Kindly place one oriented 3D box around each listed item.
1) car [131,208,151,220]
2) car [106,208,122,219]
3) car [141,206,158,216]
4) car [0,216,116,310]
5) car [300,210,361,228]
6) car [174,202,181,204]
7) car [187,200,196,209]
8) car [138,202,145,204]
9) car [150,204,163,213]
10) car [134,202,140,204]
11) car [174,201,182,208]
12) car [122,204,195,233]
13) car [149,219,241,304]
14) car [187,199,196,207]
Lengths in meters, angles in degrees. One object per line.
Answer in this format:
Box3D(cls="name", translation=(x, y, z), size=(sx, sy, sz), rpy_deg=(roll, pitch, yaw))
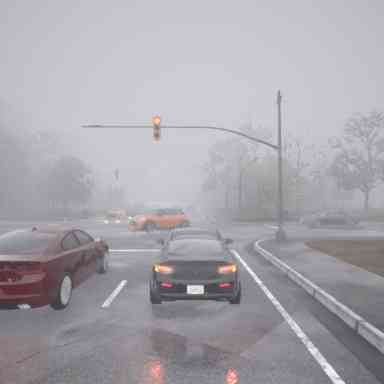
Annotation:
Box3D(cls="car", translation=(-7.147, 3.029, 47.103), size=(1.882, 1.535, 5.008), rpy_deg=(0, -2, 1))
Box3D(cls="car", translation=(-10.657, 3.025, 46.969), size=(1.882, 1.535, 5.008), rpy_deg=(0, -2, 0))
Box3D(cls="car", translation=(-7.157, 3.247, 56.573), size=(2.128, 1.511, 4.902), rpy_deg=(0, -1, 0))
Box3D(cls="car", translation=(-3.427, 1.555, 8.048), size=(1.882, 1.535, 5.008), rpy_deg=(0, -1, 0))
Box3D(cls="car", translation=(11.845, 2.300, 28.609), size=(4.902, 1.511, 2.128), rpy_deg=(0, -2, -1))
Box3D(cls="car", translation=(-3.598, 3.345, 76.904), size=(1.895, 1.301, 4.718), rpy_deg=(0, 0, 0))
Box3D(cls="car", translation=(-0.099, 3.293, 77.203), size=(1.994, 1.385, 4.181), rpy_deg=(0, 0, 0))
Box3D(cls="car", translation=(-10.607, 3.030, 66.489), size=(2.150, 2.045, 5.566), rpy_deg=(0, 0, 0))
Box3D(cls="car", translation=(-7.107, 3.300, 66.630), size=(2.128, 1.511, 4.902), rpy_deg=(0, 0, 1))
Box3D(cls="car", translation=(-10.655, 3.097, 55.829), size=(2.097, 1.767, 4.553), rpy_deg=(0, -1, 0))
Box3D(cls="car", translation=(-3.712, 3.214, 86.815), size=(1.812, 1.442, 4.674), rpy_deg=(0, 0, -3))
Box3D(cls="car", translation=(-2.417, 1.981, 24.476), size=(4.553, 1.767, 2.097), rpy_deg=(2, -3, -38))
Box3D(cls="car", translation=(0.070, 1.605, 8.191), size=(1.812, 1.442, 4.674), rpy_deg=(0, -1, 0))
Box3D(cls="car", translation=(-0.204, 2.881, 86.937), size=(2.097, 1.767, 4.553), rpy_deg=(0, 0, -3))
